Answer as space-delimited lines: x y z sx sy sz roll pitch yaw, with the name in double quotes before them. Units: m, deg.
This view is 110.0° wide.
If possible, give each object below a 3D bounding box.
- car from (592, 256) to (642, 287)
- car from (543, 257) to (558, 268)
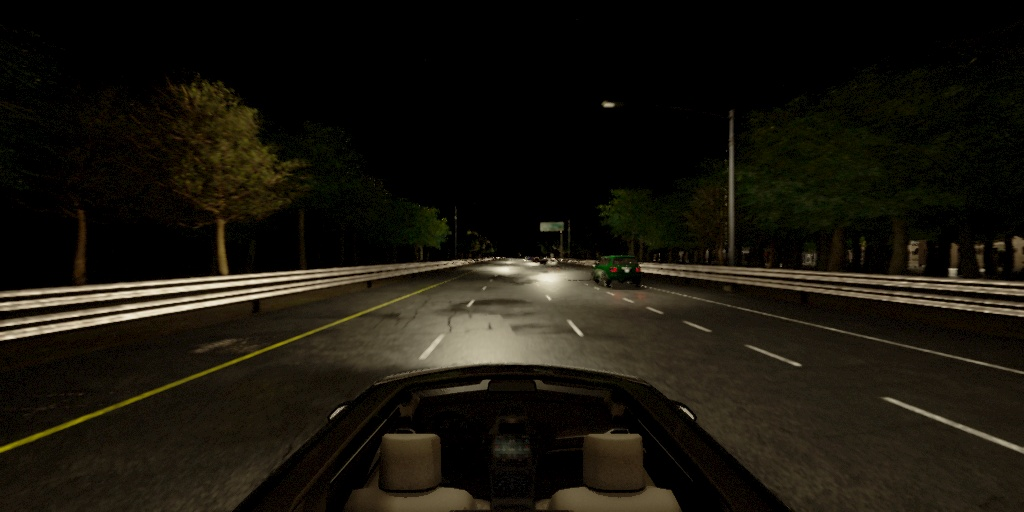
"car" 7.026 0.994 24.563 2.150 2.045 5.566 0 0 0
"car" 7.209 1.338 64.539 1.812 1.442 4.674 0 0 0
